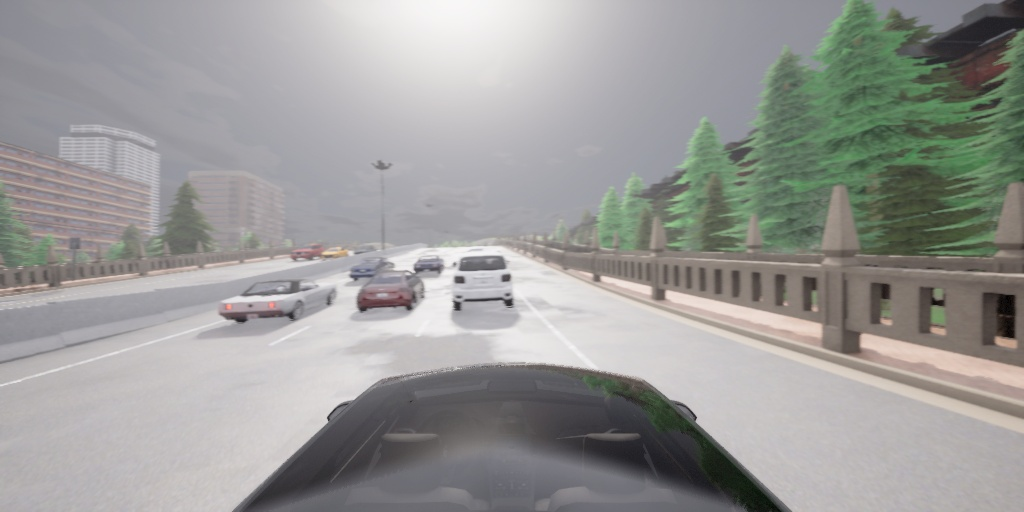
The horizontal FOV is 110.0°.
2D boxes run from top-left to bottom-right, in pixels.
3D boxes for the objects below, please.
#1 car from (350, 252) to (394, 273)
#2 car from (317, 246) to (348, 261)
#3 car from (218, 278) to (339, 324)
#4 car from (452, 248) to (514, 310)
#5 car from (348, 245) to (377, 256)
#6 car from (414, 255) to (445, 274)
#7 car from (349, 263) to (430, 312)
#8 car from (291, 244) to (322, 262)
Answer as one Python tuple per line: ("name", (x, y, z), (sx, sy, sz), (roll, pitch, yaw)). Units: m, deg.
("car", (-9.381, 0.780, 24.416), (2.033, 1.411, 5.357), (-2, 4, -6))
("car", (-22.405, -0.322, 45.599), (1.882, 1.535, 5.008), (-2, 4, -6))
("car", (-8.081, 1.458, 13.050), (1.895, 1.301, 4.718), (-2, 2, -6))
("car", (-1.202, 0.810, 14.405), (2.150, 2.045, 5.566), (-2, 3, -6))
("car", (-18.980, -0.601, 46.408), (2.097, 1.767, 4.553), (-2, 4, -6))
("car", (-6.127, 0.568, 27.002), (1.895, 1.301, 4.718), (-2, 4, -6))
("car", (-4.709, 1.258, 14.441), (1.994, 1.385, 4.181), (-2, 2, -6))
("car", (-25.949, -0.485, 45.755), (2.150, 2.045, 5.566), (-2, 3, -6))
